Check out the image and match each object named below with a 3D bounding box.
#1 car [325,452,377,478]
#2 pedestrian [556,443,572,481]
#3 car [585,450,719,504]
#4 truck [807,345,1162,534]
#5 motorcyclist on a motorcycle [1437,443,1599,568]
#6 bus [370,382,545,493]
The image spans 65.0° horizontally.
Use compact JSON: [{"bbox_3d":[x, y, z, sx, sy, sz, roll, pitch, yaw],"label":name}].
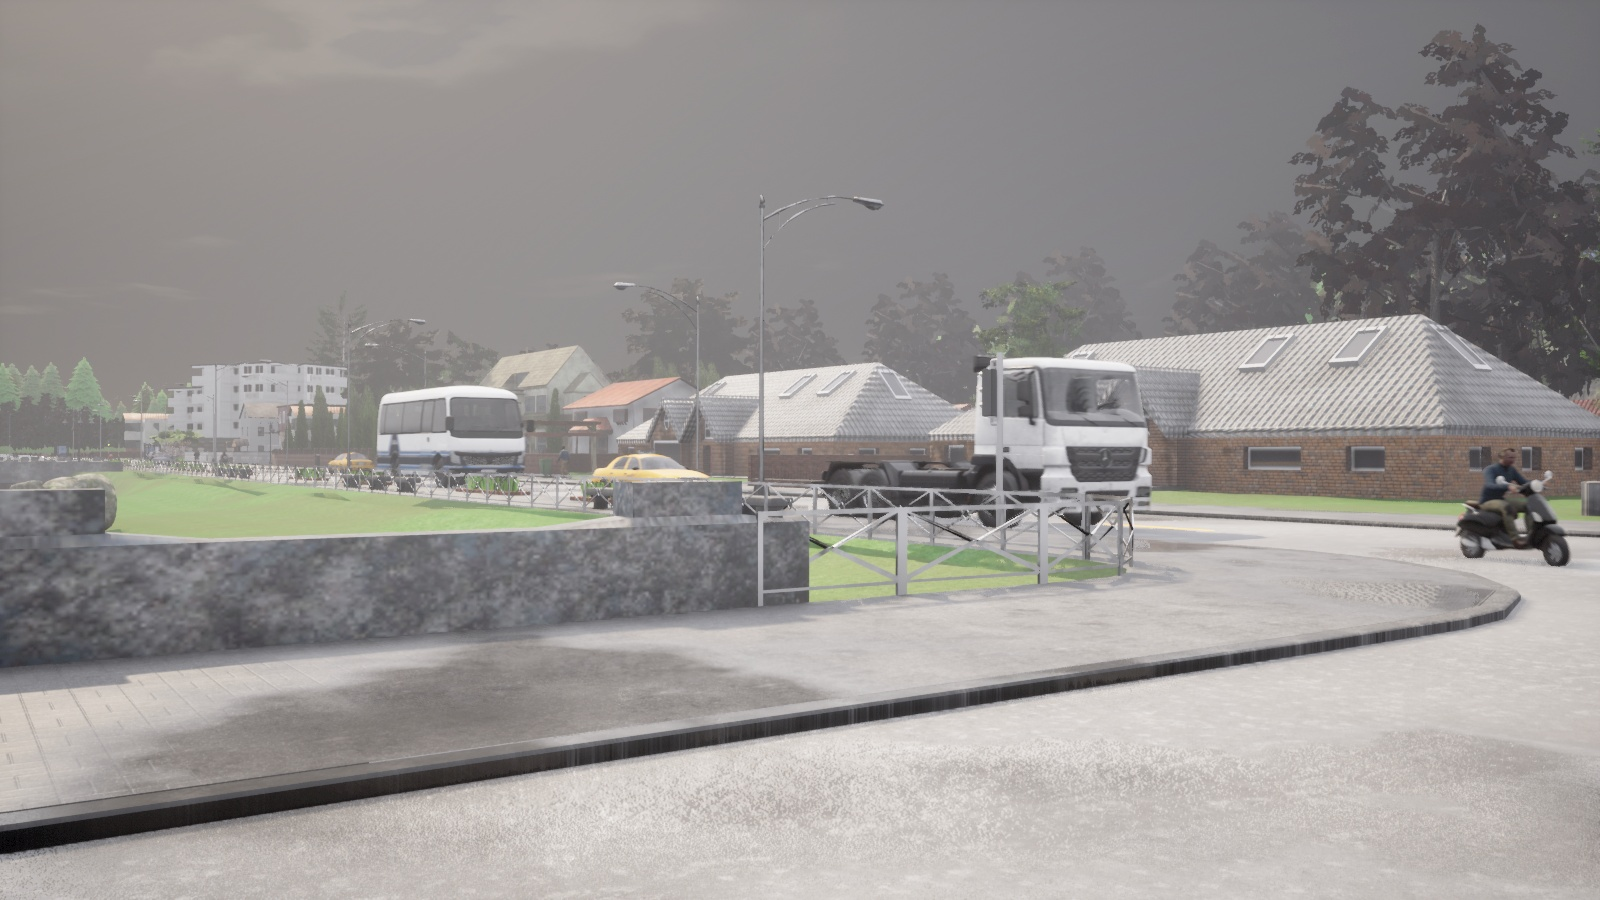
[{"bbox_3d":[-28.933,0.943,80.797,1.801,1.575,5.366,0,0,-35],"label":"car"},{"bbox_3d":[-12.231,0.640,65.157,0.788,1.949,0.423,0,0,40],"label":"pedestrian"},{"bbox_3d":[-4.685,0.789,38.974,1.801,1.575,5.366,0,0,-35],"label":"car"},{"bbox_3d":[3.628,-0.179,27.036,2.891,3.462,7.936,0,0,-35],"label":"truck"},{"bbox_3d":[9.815,0.720,17.203,0.866,1.590,1.817,-2,0,-19],"label":"motorcyclist on a motorcycle"},{"bbox_3d":[-14.813,-0.469,53.519,3.944,4.253,10.273,0,0,-35],"label":"bus"}]
